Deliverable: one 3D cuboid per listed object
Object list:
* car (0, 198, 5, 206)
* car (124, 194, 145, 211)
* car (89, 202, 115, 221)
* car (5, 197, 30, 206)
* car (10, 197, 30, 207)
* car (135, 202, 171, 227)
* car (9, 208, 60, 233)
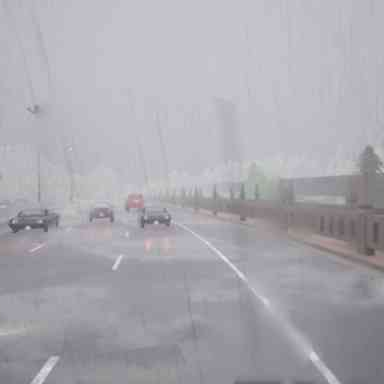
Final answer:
[{"bbox_3d":[-33.206,1.725,58.304,1.994,1.385,4.181,0,0,-14],"label":"car"},{"bbox_3d":[-6.971,1.222,40.429,2.150,2.045,5.566,0,0,-14],"label":"car"},{"bbox_3d":[-7.287,1.537,27.058,1.812,1.442,4.674,0,0,-13],"label":"car"},{"bbox_3d":[-22.283,1.664,43.230,1.994,1.385,4.181,0,0,-14],"label":"car"},{"bbox_3d":[-29.193,1.639,56.619,1.837,1.490,4.892,0,0,-13],"label":"car"},{"bbox_3d":[-2.648,1.587,22.556,1.895,1.301,4.718,0,0,-12],"label":"car"},{"bbox_3d":[-9.248,1.630,19.997,1.895,1.301,4.718,0,0,-12],"label":"car"}]
